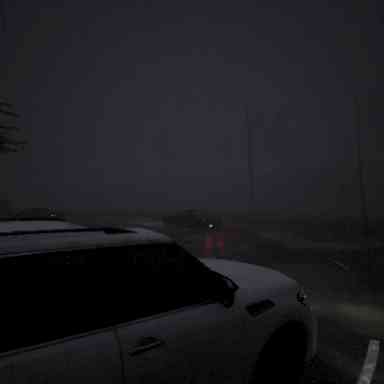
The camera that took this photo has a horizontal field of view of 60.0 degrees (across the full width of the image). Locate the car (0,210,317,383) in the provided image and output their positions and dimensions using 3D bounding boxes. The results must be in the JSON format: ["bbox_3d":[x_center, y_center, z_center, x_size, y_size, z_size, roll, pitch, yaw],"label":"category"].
[{"bbox_3d":[-1.076,1.267,2.988,5.566,2.045,2.150,0,0,-41],"label":"car"}]

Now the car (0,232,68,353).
[{"bbox_3d":[-4.558,1.584,4.798,4.892,1.490,1.837,0,1,-33],"label":"car"}]

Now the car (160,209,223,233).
[{"bbox_3d":[-0.155,1.894,23.062,1.895,1.301,4.718,0,-1,-37],"label":"car"}]

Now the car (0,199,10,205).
[{"bbox_3d":[-21.857,1.736,35.264,5.566,2.045,2.150,-1,-1,14],"label":"car"}]

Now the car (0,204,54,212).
[{"bbox_3d":[-12.161,1.892,25.882,4.674,1.442,1.812,0,-1,13],"label":"car"}]
